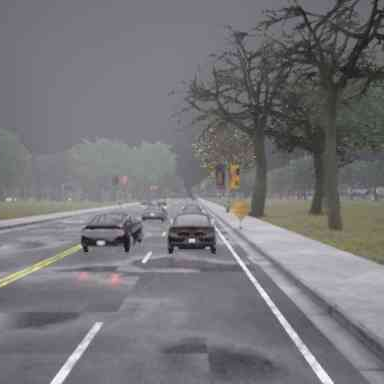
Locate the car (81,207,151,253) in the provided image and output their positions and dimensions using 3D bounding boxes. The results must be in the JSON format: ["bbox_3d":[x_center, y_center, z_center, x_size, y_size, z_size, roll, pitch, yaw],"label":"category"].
[{"bbox_3d":[-3.243,1.625,14.292,2.128,1.511,4.902,0,0,0],"label":"car"}]

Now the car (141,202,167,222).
[{"bbox_3d":[-3.242,1.842,29.294,1.994,1.385,4.181,0,-1,0],"label":"car"}]

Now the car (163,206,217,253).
[{"bbox_3d":[0.009,1.612,14.480,1.882,1.535,5.008,0,0,0],"label":"car"}]

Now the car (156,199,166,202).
[{"bbox_3d":[-6.488,2.165,70.976,1.882,1.535,5.008,0,-1,0],"label":"car"}]

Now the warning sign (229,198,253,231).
[{"bbox_3d":[2.854,1.297,19.493,1.300,1.860,1.060,0,-1,0],"label":"warning sign"}]

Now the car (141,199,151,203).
[{"bbox_3d":[-9.738,2.240,70.976,1.994,1.385,4.181,0,-1,0],"label":"car"}]
